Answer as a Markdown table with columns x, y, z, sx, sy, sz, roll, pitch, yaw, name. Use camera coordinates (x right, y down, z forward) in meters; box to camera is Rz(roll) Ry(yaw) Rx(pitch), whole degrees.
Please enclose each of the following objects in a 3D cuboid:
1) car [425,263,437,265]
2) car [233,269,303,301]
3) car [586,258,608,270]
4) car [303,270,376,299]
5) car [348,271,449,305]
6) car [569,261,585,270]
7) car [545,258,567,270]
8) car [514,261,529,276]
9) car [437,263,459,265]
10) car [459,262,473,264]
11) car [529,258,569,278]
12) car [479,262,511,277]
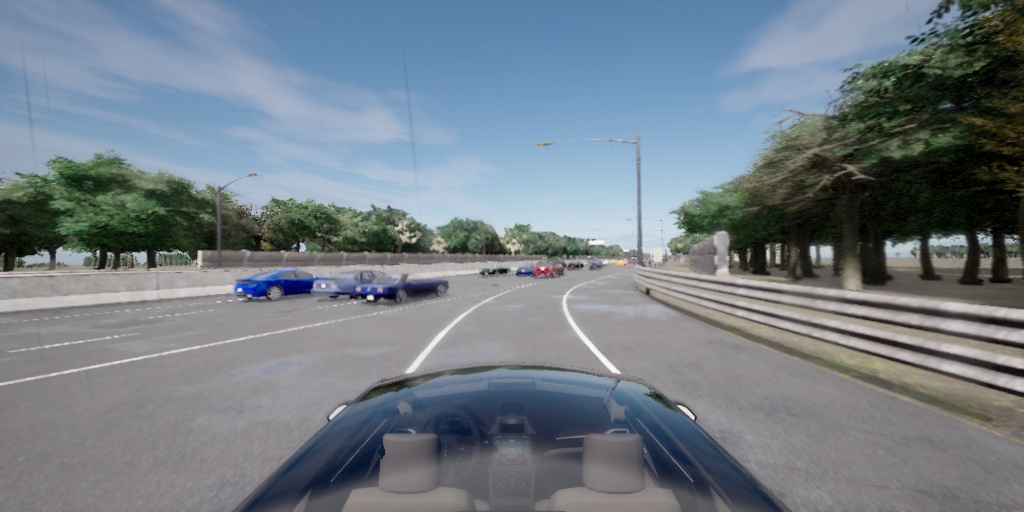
| x | y | z | sx | sy | sz | roll | pitch | yaw | name |
| --- | --- | --- | --- | --- | --- | --- | --- | --- | --- |
| -12.442 | 1.908 | 59.695 | 1.994 | 1.385 | 4.181 | -1 | -1 | 25 | car |
| -11.685 | 1.435 | 18.976 | 1.882 | 1.535 | 5.008 | -1 | -1 | 24 | car |
| 13.973 | 1.497 | 58.618 | 1.812 | 1.442 | 4.674 | -1 | -1 | 24 | car |
| -7.796 | 1.451 | 19.062 | 2.033 | 1.411 | 5.357 | -1 | -1 | 24 | car |
| -4.950 | 1.445 | 16.867 | 1.895 | 1.301 | 4.718 | -1 | -1 | 24 | car |
| 10.796 | 1.506 | 60.085 | 1.882 | 1.535 | 5.008 | -1 | -1 | 24 | car |
| 7.626 | 1.307 | 61.574 | 2.150 | 2.045 | 5.566 | -1 | -1 | 24 | car |
| 2.044 | 1.533 | 40.723 | 1.994 | 1.385 | 4.181 | -1 | -1 | 24 | car |
| -9.245 | 1.835 | 58.260 | 2.033 | 1.411 | 5.357 | -1 | -1 | 25 | car |
| -6.051 | 1.794 | 56.872 | 1.994 | 1.385 | 4.181 | -1 | -1 | 25 | car |
| 3.805 | 1.254 | 36.144 | 2.097 | 1.767 | 4.553 | -1 | -1 | 24 | car |
| -1.835 | 1.623 | 40.643 | 1.895 | 1.301 | 4.718 | -1 | -1 | 24 | car |
